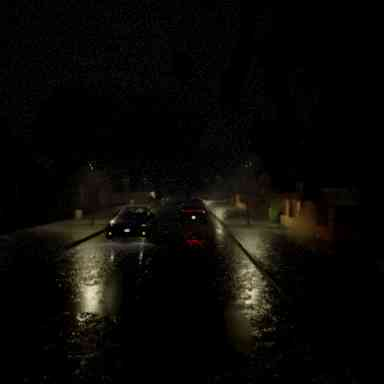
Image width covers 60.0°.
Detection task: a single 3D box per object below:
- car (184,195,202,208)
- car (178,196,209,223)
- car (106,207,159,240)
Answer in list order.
[{"bbox_3d":[0.104,1.194,41.583,2.033,1.411,5.357,0,1,0],"label":"car"},{"bbox_3d":[0.101,1.315,23.410,1.837,1.490,4.892,0,1,0],"label":"car"},{"bbox_3d":[-2.754,1.436,16.114,1.994,1.385,4.181,0,0,0],"label":"car"}]
